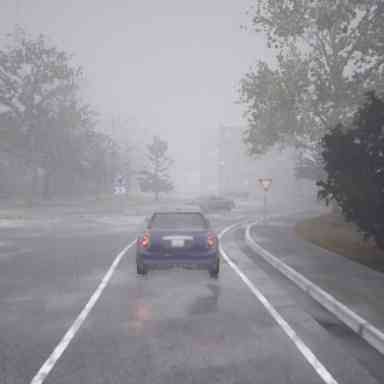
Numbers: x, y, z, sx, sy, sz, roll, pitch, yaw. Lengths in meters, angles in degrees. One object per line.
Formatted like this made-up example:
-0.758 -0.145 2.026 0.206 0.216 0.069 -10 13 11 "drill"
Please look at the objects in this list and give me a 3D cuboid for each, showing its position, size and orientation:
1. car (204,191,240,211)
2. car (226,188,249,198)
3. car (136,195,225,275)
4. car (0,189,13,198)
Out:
1.576 0.882 26.343 1.994 1.385 4.181 2 2 41 "car"
6.017 0.180 48.005 2.033 1.411 5.357 -1 2 -30 "car"
-0.385 1.176 10.062 2.097 1.767 4.553 0 2 -1 "car"
-27.733 0.211 47.049 1.994 1.385 4.181 1 1 36 "car"
